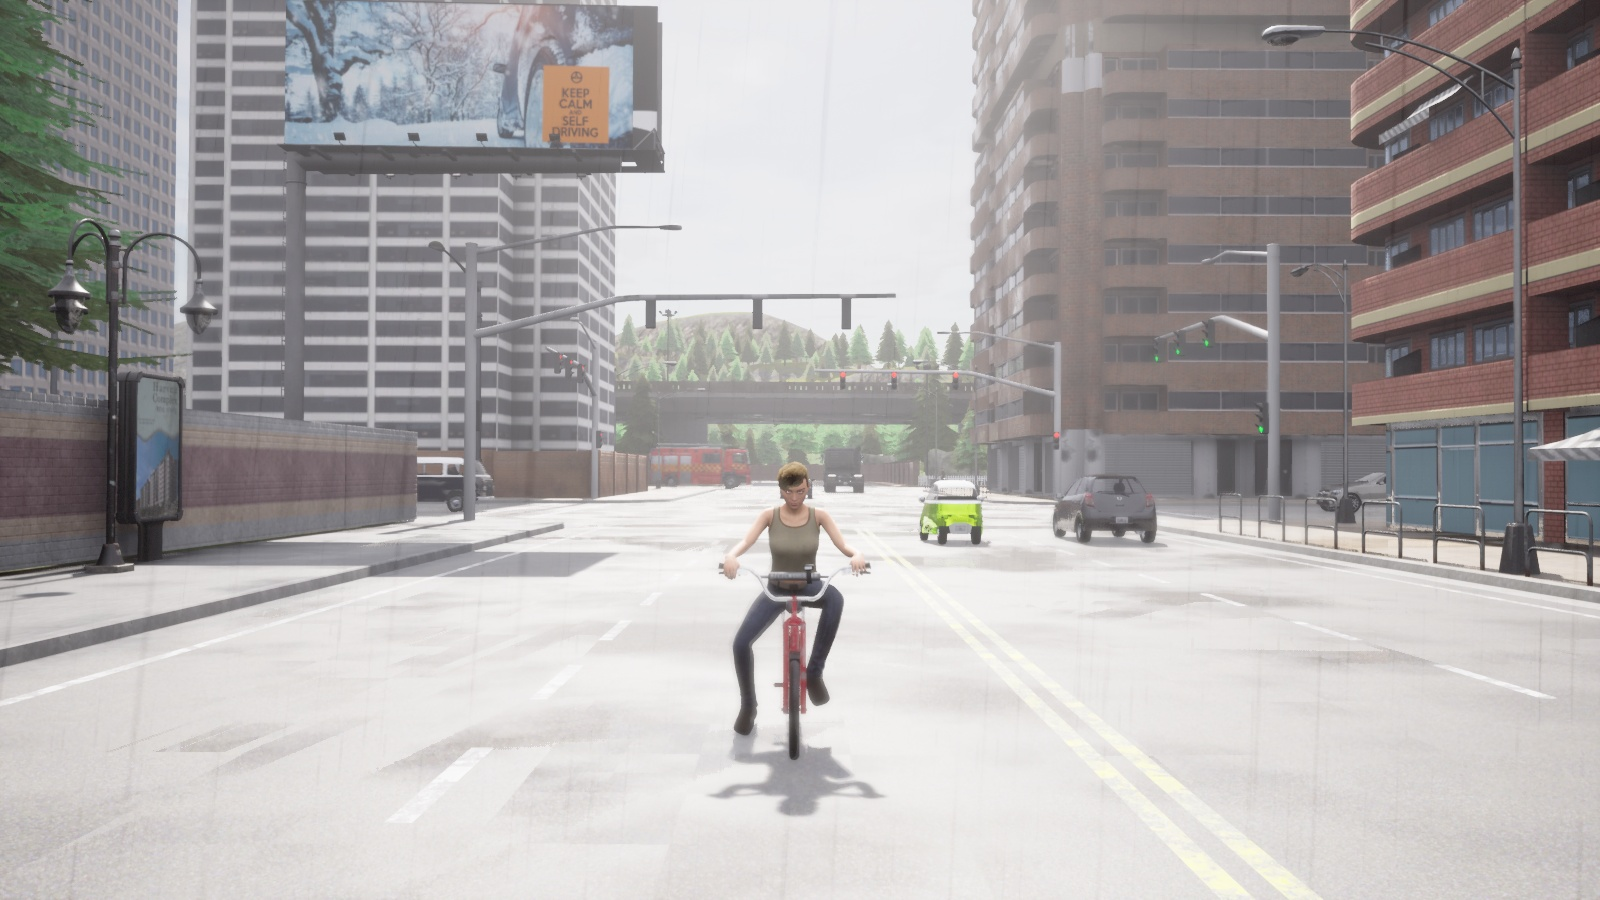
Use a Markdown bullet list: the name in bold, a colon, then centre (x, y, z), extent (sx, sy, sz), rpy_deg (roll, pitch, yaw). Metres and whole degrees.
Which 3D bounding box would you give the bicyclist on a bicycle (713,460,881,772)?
- **bicyclist on a bicycle**: centre (-0.027, 0.873, 7.275), extent (0.866, 1.612, 1.509), rpy_deg (0, -1, -1)

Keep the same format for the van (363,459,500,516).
- **van**: centre (-13.590, 1.372, 46.538), extent (4.480, 2.038, 2.069), rpy_deg (0, -1, 0)

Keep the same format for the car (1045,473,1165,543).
- **car**: centre (6.923, 1.284, 28.835), extent (1.845, 1.501, 3.633), rpy_deg (0, -1, 0)

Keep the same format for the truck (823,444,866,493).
- **truck**: centre (3.248, 1.386, 93.548), extent (2.891, 3.462, 7.936), rpy_deg (0, -1, 0)

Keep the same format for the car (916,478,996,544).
- **car**: centre (3.426, 1.322, 27.811), extent (1.481, 1.376, 2.207), rpy_deg (0, -1, 0)

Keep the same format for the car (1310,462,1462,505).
- **car**: centre (23.241, 1.337, 49.939), extent (5.027, 1.651, 2.152), rpy_deg (0, -1, 0)
